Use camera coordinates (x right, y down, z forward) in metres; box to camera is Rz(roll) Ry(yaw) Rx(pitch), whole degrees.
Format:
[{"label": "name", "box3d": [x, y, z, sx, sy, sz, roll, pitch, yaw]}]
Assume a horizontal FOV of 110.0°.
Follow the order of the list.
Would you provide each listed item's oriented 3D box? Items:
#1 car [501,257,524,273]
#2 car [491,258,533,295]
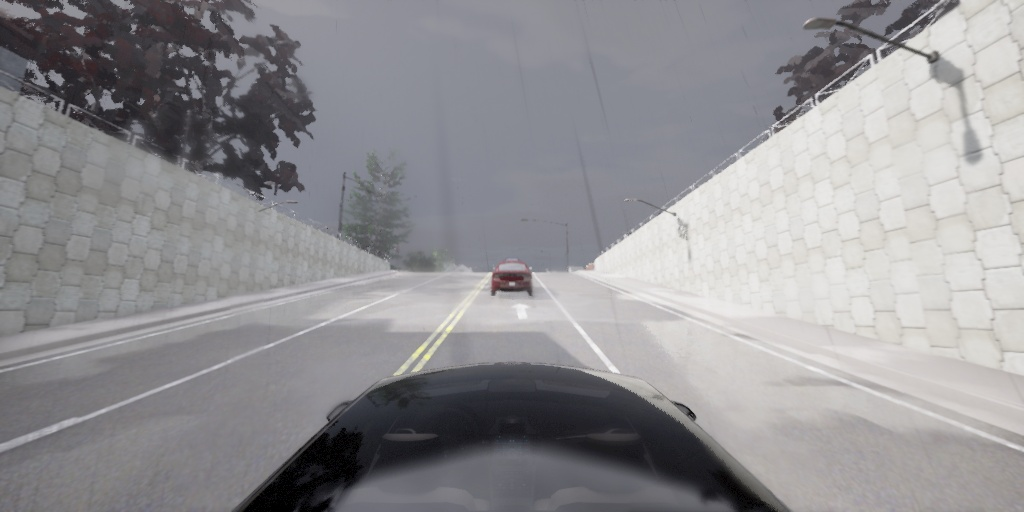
[{"label": "car", "box3d": [0.022, 0.849, 32.928, 1.994, 1.385, 4.181, 0, -2, 0]}, {"label": "car", "box3d": [0.017, 0.973, 17.707, 1.882, 1.535, 5.008, 0, 2, 0]}]
